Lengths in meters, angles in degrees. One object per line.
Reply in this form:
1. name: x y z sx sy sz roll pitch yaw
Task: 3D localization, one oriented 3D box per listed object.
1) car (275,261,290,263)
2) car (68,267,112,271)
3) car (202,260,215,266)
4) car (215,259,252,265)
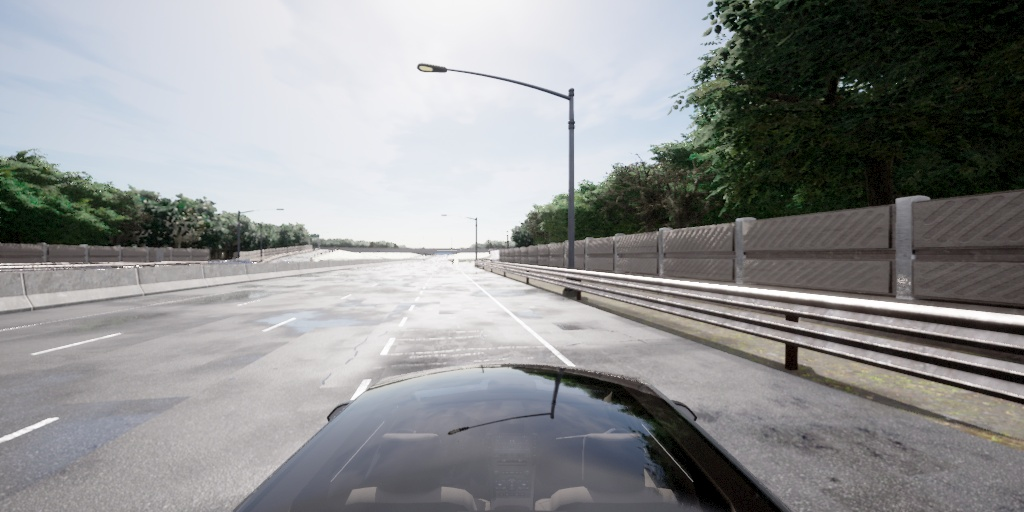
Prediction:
1. car: -34.650 1.409 54.222 2.033 1.411 5.357 0 0 -10
2. car: -24.951 1.346 21.105 1.994 1.385 4.181 0 0 -11
3. car: -41.009 1.347 49.975 2.128 1.511 4.902 0 0 -10
4. car: -37.175 1.199 48.426 2.097 1.767 4.553 0 0 -10
